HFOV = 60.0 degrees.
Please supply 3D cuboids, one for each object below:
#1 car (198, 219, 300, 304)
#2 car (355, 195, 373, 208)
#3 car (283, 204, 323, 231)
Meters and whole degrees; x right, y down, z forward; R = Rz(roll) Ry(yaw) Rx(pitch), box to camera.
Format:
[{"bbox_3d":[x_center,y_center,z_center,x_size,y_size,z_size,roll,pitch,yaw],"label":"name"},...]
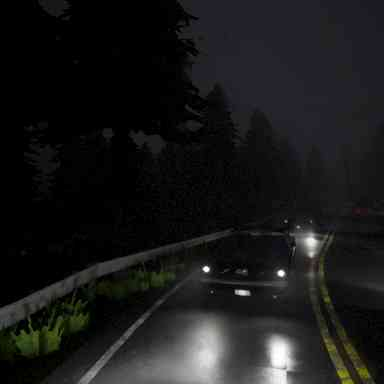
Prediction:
[{"bbox_3d":[1.645,1.598,8.434,1.895,1.301,4.718,-1,0,18],"label":"car"},{"bbox_3d":[20.828,1.057,40.165,2.128,1.511,4.902,-2,0,28],"label":"car"},{"bbox_3d":[6.847,1.458,20.187,2.033,1.411,5.357,-2,0,26],"label":"car"}]
